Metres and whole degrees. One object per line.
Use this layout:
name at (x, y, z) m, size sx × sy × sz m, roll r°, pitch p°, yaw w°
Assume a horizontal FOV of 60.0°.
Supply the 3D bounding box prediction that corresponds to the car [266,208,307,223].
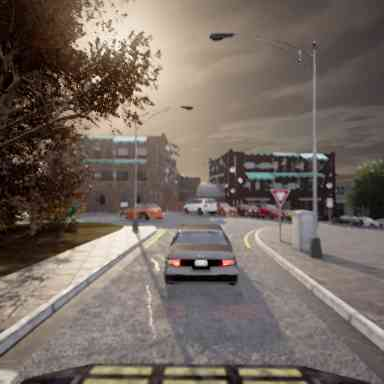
car at (12.655, 3.082, 45.000) m, size 1.946 × 1.575 × 5.366 m, roll 6°, pitch -3°, yaw -31°

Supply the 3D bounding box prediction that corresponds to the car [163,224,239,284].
car at (0.251, 1.635, 9.747) m, size 2.033 × 1.411 × 5.357 m, roll 0°, pitch -1°, yaw 1°

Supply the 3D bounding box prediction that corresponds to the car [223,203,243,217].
car at (3.889, 2.152, 43.056) m, size 2.185 × 1.767 × 4.553 m, roll 4°, pitch -3°, yaw -32°

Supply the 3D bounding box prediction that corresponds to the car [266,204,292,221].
car at (9.837, 2.555, 44.237) m, size 2.435 × 2.045 × 5.566 m, roll 7°, pitch -3°, yaw -31°

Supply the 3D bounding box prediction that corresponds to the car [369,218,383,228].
car at (24.557, 4.252, 47.143) m, size 2.002 × 1.452 × 4.674 m, roll 7°, pitch -3°, yaw -31°

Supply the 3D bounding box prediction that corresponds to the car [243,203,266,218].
car at (6.851, 2.395, 43.617) m, size 2.185 × 1.767 × 4.553 m, roll 6°, pitch -3°, yaw -32°

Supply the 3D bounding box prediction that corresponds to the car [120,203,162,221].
car at (-5.081, 1.882, 32.910) m, size 4.553 × 1.767 × 2.097 m, roll -2°, pitch 0°, yaw 41°

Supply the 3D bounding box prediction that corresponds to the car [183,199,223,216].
car at (1.021, 1.868, 42.406) m, size 2.435 × 2.045 × 5.566 m, roll 1°, pitch -2°, yaw -31°

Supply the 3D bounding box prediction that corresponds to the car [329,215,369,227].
car at (21.597, 3.970, 46.567) m, size 2.002 × 1.452 × 4.674 m, roll 6°, pitch -3°, yaw -31°
